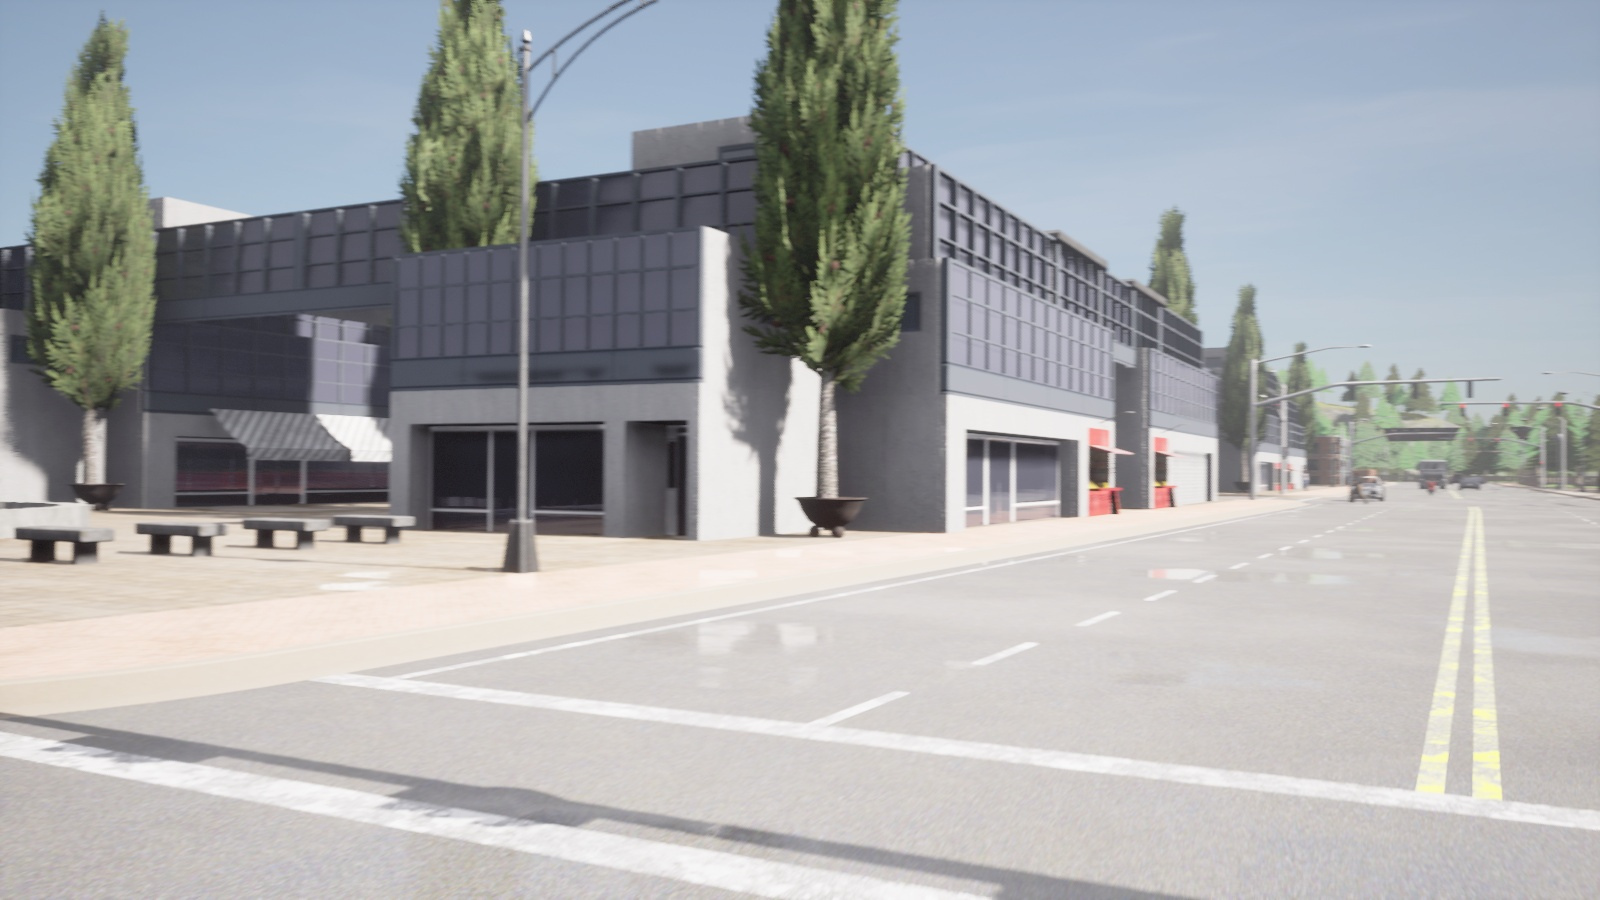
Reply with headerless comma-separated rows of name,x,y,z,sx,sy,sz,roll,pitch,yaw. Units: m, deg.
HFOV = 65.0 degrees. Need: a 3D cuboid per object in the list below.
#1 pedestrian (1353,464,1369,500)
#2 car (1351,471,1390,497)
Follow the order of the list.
pedestrian,29.523,1.677,66.063,0.694,1.848,0.540,0,-1,18
car,34.019,2.006,74.789,1.970,1.475,3.806,-1,-1,26
